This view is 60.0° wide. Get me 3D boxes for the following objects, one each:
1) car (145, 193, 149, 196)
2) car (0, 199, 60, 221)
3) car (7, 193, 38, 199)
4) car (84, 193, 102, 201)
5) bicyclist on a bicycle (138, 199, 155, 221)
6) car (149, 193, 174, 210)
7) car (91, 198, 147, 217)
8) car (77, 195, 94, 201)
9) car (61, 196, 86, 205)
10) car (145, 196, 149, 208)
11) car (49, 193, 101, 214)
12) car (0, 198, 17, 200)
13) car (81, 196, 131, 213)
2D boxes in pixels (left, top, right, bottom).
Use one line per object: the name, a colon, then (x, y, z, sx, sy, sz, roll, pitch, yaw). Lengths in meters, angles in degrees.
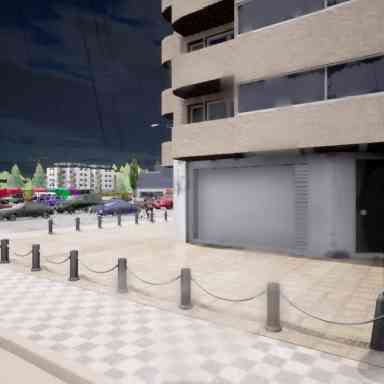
car: (-8.515, 1.211, 71.232, 1.905, 1.878, 3.866, 0, 0, 35)
car: (-13.964, 1.581, 27.923, 1.812, 1.442, 4.674, 0, 0, 35)
car: (-34.653, 1.209, 68.176, 1.932, 1.855, 4.605, 0, 0, 35)
car: (-24.576, 1.211, 82.508, 1.905, 1.878, 3.866, 0, 0, 35)
bicyclist on a bicycle: (-3.281, 1.356, 24.068, 1.656, 1.620, 0.582, 0, 0, 35)
car: (-2.679, 1.275, 44.066, 2.150, 2.045, 5.566, 0, 0, 35)
car: (-6.853, 1.581, 31.667, 1.812, 1.442, 4.674, 0, 0, 35)
car: (-26.936, 1.451, 84.185, 1.970, 1.475, 3.806, 0, 0, 35)
car: (-20.790, 1.451, 58.514, 1.970, 1.475, 3.806, 0, 0, 35)
car: (-6.409, 1.619, 44.851, 1.994, 1.385, 4.181, 0, 0, 35)
car: (-12.273, 1.277, 36.479, 2.150, 2.045, 5.566, 0, 0, 35)
car: (-17.972, 1.533, 28.334, 1.882, 1.535, 5.008, 0, 0, 35)
car: (-8.808, 1.547, 35.325, 2.128, 1.511, 4.902, 0, 0, 35)
